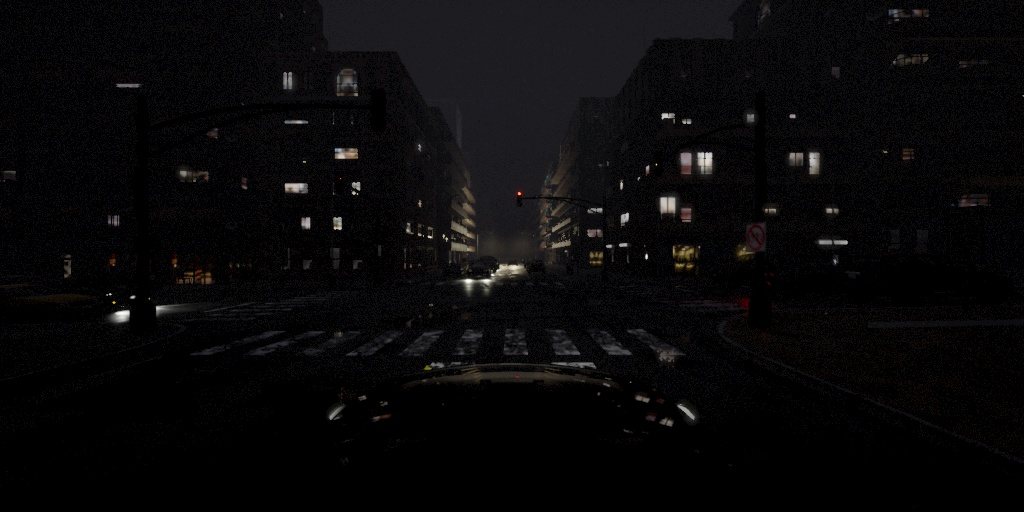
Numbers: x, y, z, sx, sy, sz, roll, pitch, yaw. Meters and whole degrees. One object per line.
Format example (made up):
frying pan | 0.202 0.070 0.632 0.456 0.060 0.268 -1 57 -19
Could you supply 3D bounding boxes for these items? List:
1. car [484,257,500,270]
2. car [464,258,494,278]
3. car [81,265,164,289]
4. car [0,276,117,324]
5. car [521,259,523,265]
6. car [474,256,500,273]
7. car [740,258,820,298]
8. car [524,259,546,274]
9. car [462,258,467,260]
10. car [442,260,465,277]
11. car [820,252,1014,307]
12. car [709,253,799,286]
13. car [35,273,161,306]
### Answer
car | -2.979 1.116 54.416 2.097 1.767 4.553 0 0 0
car | -3.036 1.233 34.102 1.882 1.535 5.008 0 0 0
car | -23.560 1.462 21.123 5.009 1.841 2.192 0 0 0
car | -17.608 1.585 12.815 4.829 1.417 1.751 0 0 0
car | 2.803 1.348 57.832 1.802 1.307 4.207 0 0 0
car | -3.014 0.981 44.083 2.150 2.045 5.566 0 0 0
car | 13.183 0.975 15.612 4.902 1.511 2.128 -1 0 0
car | 2.769 1.198 40.785 1.967 1.591 4.097 0 0 0
car | -5.612 1.283 40.630 1.751 1.417 4.829 0 0 0
car | -5.623 1.322 35.117 1.948 1.339 4.313 0 0 0
car | 14.733 0.775 13.032 5.009 1.841 2.192 0 0 0
car | 14.615 0.759 21.412 5.009 1.841 2.192 0 0 0
car | -18.295 1.628 15.400 4.181 1.385 1.994 -1 0 0
